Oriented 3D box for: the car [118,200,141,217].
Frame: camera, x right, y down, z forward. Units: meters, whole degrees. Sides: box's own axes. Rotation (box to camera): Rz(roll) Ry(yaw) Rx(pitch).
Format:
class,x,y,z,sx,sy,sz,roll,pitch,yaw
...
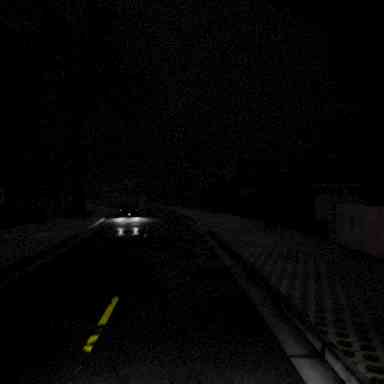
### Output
class,x,y,z,sx,sy,sz,roll,pitch,yaw
car,-5.656,1.460,30.086,2.033,1.411,5.357,0,0,-10
